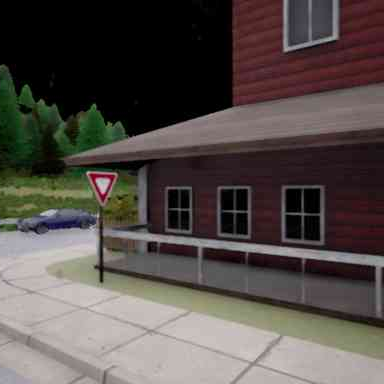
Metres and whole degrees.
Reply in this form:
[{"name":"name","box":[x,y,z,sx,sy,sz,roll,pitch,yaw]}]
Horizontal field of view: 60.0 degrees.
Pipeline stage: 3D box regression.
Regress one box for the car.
[{"name":"car","box":[-8.095,1.665,20.103,1.812,1.442,4.674,0,0,36]}]
